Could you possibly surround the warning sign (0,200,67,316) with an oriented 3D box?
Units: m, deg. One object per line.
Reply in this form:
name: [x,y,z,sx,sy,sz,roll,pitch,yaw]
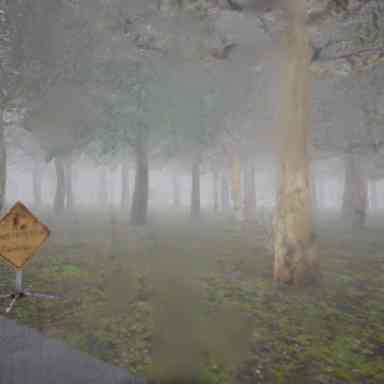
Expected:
warning sign: [-3.248,1.102,6.234,1.060,1.860,1.300,0,0,35]
